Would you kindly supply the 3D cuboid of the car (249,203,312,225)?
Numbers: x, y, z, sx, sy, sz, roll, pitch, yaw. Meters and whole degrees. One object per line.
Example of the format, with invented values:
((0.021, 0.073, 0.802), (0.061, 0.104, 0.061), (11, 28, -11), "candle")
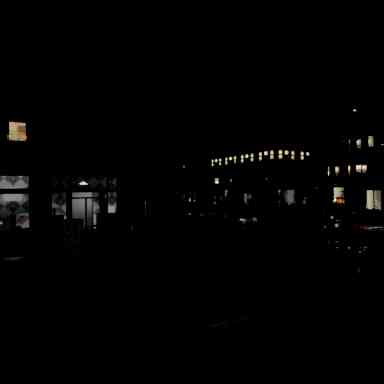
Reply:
((6.955, 1.814, 26.621), (1.947, 1.339, 4.313), (-1, 0, -29), "car")

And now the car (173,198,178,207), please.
((-0.447, 1.975, 45.332), (1.812, 1.442, 4.674), (-1, 0, -29), "car")

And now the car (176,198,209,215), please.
((0.249, 1.847, 38.773), (1.967, 1.590, 4.097), (-1, 0, -29), "car")

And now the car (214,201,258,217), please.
((4.770, 1.806, 36.045), (1.882, 1.535, 5.008), (-1, -1, -29), "car")

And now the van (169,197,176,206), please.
((-3.313, 1.909, 62.179), (1.690, 1.788, 3.998), (-1, 0, -29), "van")

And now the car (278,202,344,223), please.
((9.520, 1.708, 27.606), (2.128, 1.511, 4.902), (-1, 0, -29), "car")

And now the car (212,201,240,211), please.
((4.839, 1.967, 47.709), (1.802, 1.307, 4.206), (-1, 0, -29), "car")

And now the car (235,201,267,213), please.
((7.554, 1.904, 42.886), (1.802, 1.307, 4.206), (-1, 0, -29), "car")

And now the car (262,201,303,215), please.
((10.269, 1.810, 38.063), (2.008, 1.369, 4.403), (-1, 0, -29), "car")

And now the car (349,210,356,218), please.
((11.857, 1.793, 29.483), (1.895, 1.301, 4.718), (-1, 0, -26), "car")
